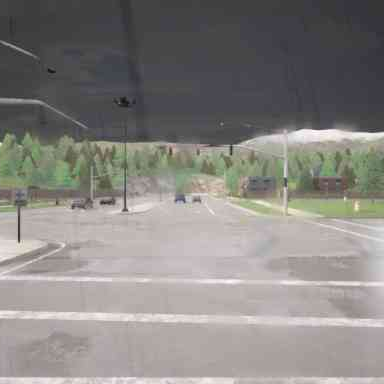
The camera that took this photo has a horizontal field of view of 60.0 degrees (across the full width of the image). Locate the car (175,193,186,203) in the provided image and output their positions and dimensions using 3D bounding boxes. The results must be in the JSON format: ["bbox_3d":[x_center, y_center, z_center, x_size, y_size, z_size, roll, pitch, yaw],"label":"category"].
[{"bbox_3d":[-2.489,1.223,70.398,2.150,2.045,5.566,0,0,1],"label":"car"}]

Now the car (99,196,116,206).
[{"bbox_3d":[-14.333,1.478,56.622,1.882,1.535,5.008,0,1,1],"label":"car"}]

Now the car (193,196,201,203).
[{"bbox_3d":[1.022,1.547,69.888,2.033,1.411,5.357,0,0,1],"label":"car"}]

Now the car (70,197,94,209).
[{"bbox_3d":[-14.540,1.505,44.251,1.837,1.490,4.892,0,0,1],"label":"car"}]
